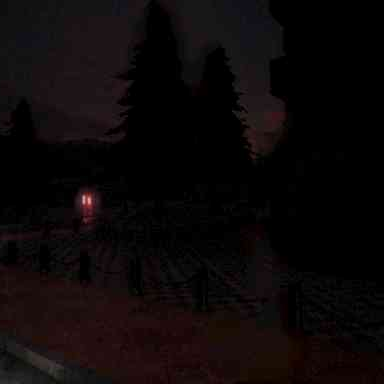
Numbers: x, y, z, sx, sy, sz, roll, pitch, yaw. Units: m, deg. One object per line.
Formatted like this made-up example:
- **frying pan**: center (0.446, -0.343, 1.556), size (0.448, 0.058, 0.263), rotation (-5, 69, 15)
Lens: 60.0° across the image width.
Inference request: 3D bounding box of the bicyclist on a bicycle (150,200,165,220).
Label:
- **bicyclist on a bicycle**: center (-2.702, 1.437, 25.386), size (1.656, 1.620, 0.582), rotation (-1, 0, 35)

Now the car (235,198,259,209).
- **car**: center (7.942, 1.643, 47.439), size (1.882, 1.535, 5.008), rotation (-1, 0, 35)
